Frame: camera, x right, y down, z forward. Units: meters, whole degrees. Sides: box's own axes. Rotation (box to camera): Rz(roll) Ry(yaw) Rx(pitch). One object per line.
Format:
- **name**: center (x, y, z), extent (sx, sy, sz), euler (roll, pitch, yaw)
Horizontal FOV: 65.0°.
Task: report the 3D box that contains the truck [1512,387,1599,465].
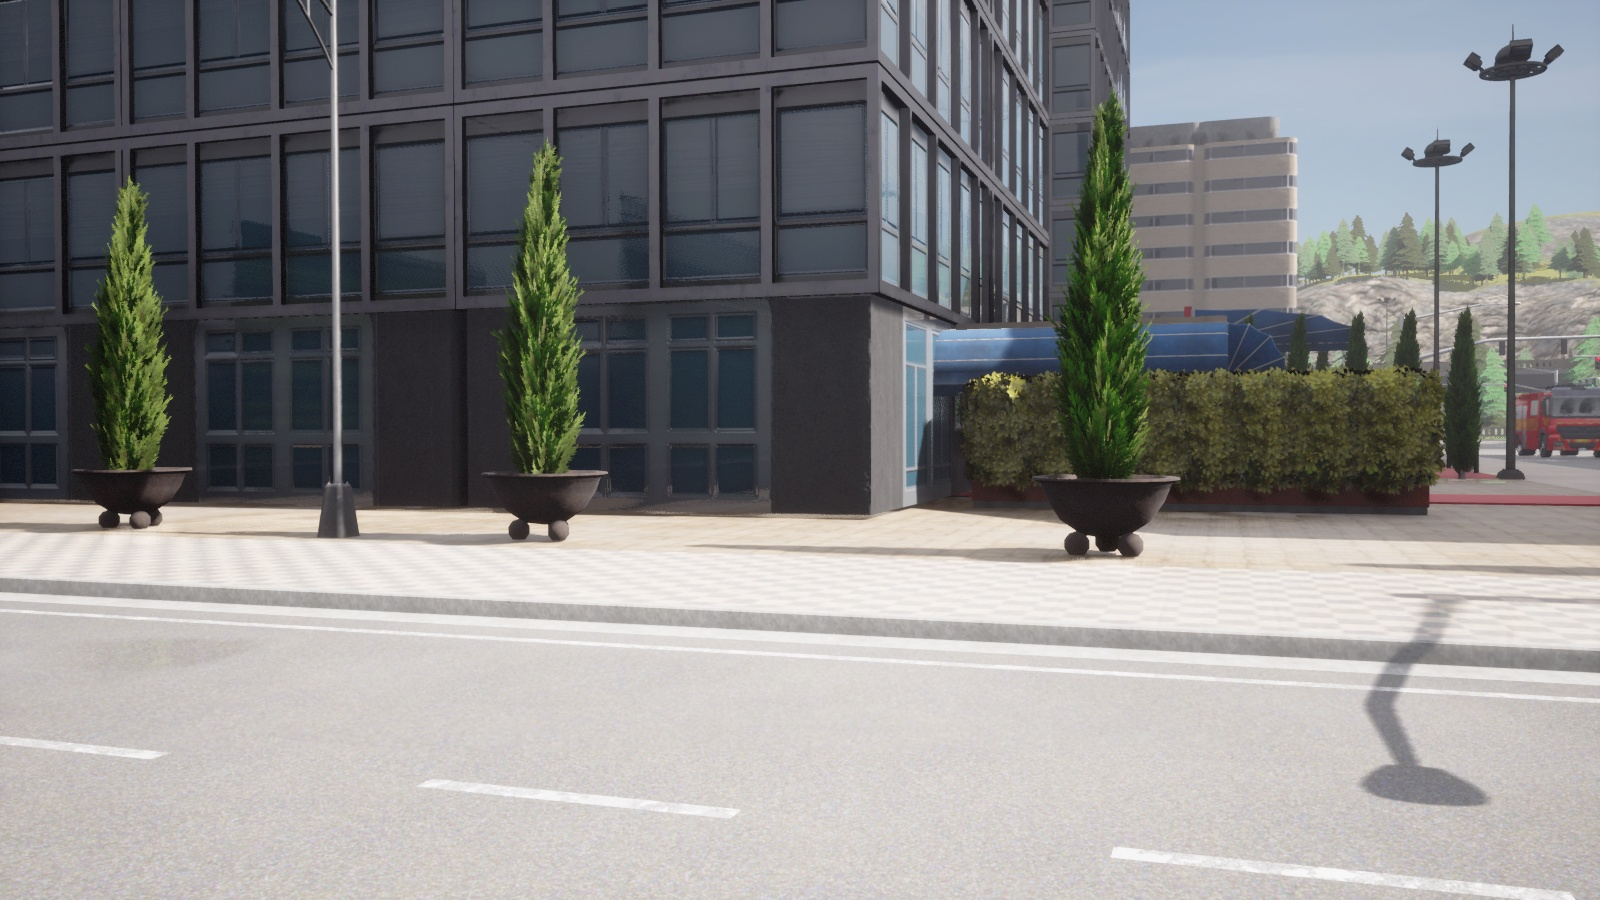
- **truck**: center (39.803, -1.239, 65.590), extent (2.891, 3.827, 8.468), euler (1, 1, 18)
